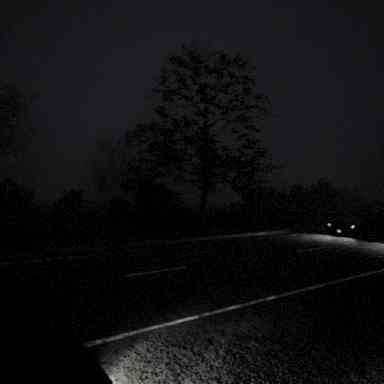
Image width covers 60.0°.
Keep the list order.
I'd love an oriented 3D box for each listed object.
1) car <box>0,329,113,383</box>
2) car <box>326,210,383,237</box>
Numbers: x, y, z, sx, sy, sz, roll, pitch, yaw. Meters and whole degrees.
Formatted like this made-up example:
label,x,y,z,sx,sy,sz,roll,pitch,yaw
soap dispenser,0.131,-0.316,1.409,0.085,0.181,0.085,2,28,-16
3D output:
label,x,y,z,sx,sy,sz,roll,pitch,yaw
car,-3.028,1.528,1.606,5.357,1.411,2.033,1,0,-35
car,10.141,1.739,19.324,5.357,1.411,2.033,1,0,-33
